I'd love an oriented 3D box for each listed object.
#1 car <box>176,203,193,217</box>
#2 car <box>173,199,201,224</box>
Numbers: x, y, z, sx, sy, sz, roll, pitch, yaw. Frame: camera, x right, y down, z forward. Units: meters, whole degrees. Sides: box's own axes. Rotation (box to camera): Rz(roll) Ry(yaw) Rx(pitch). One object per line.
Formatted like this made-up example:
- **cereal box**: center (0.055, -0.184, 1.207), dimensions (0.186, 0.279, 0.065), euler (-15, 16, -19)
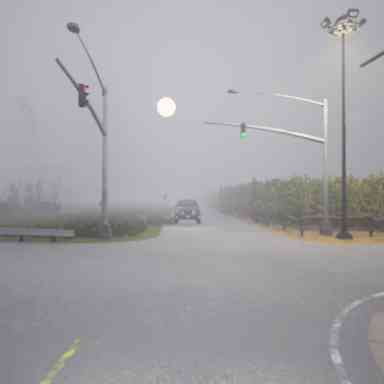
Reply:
- **car**: center (-0.943, 2.078, 39.117), dimensions (1.812, 1.442, 4.674), euler (0, -1, -3)
- **car**: center (-0.453, 1.644, 29.258), dimensions (2.150, 2.045, 5.566), euler (0, -1, -3)
